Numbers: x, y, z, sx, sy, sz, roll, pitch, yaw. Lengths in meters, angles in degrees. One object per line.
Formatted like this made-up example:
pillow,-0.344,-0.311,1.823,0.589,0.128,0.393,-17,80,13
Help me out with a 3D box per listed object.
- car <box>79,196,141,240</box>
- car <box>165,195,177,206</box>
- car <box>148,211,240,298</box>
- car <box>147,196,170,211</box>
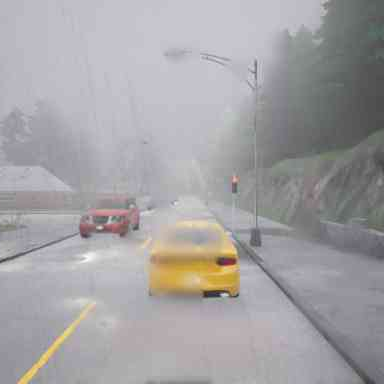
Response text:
car,-4.093,1.221,17.498,2.150,2.045,5.566,0,0,0
car,-4.067,1.352,54.646,2.097,1.767,4.553,0,0,0
car,0.056,1.478,8.569,1.882,1.535,5.008,0,0,1
car,-4.085,1.564,39.542,1.994,1.385,4.181,0,0,0
